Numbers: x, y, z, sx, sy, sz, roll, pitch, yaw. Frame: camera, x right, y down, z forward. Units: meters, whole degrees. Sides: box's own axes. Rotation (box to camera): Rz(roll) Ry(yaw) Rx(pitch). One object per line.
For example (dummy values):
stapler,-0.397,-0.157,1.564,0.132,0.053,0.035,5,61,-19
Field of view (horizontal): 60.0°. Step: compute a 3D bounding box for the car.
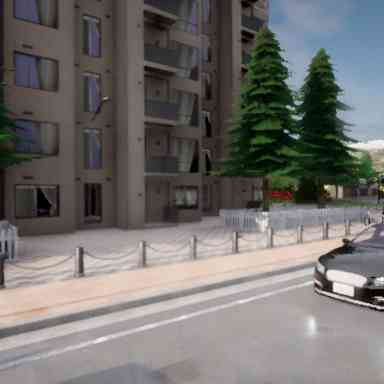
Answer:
car,4.674,1.442,7.302,4.902,1.511,2.128,0,0,-35
